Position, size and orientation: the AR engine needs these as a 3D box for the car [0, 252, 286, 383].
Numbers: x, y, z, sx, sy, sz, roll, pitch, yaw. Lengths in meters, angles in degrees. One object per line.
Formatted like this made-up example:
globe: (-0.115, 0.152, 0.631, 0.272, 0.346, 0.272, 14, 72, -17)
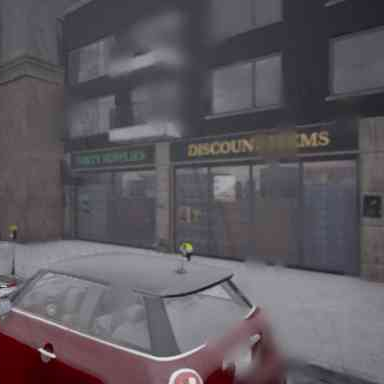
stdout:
car: (-1.150, 1.452, 3.896, 4.097, 1.590, 1.967, 0, 0, 35)
